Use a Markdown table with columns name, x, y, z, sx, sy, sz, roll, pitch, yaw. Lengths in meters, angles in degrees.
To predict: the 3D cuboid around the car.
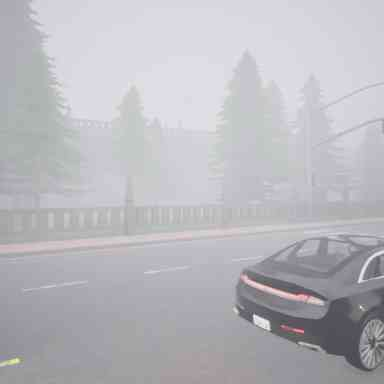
| name | x | y | z | sx | sy | sz | roll | pitch | yaw |
| --- | --- | --- | --- | --- | --- | --- | --- | --- | --- |
| car | 2.969 | 1.492 | 5.634 | 4.902 | 1.511 | 2.128 | 0 | 0 | -32 |
